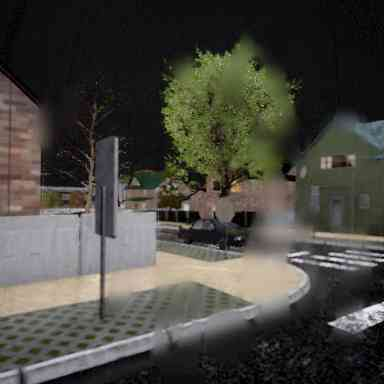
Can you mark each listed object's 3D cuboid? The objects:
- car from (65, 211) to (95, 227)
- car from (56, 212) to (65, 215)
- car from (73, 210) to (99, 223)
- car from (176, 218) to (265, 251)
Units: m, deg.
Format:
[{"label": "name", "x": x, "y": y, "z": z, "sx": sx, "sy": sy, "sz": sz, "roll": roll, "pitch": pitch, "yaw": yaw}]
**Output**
[{"label": "car", "x": -11.600, "y": 2.867, "z": 35.383, "sx": 1.837, "sy": 1.490, "sz": 4.892, "roll": 1, "pitch": -3, "yaw": -35}, {"label": "car", "x": -19.899, "y": 3.726, "z": 52.101, "sx": 1.895, "sy": 1.301, "sz": 4.718, "roll": 1, "pitch": -3, "yaw": -35}, {"label": "car", "x": -14.060, "y": 3.205, "z": 43.889, "sx": 1.882, "sy": 1.535, "sz": 5.008, "roll": 1, "pitch": -3, "yaw": -35}, {"label": "car", "x": 1.223, "y": 2.057, "z": 17.070, "sx": 2.033, "sy": 1.411, "sz": 5.357, "roll": 1, "pitch": -3, "yaw": -34}]
